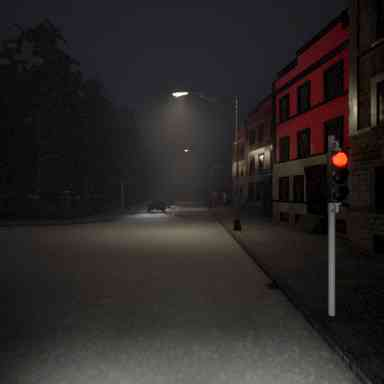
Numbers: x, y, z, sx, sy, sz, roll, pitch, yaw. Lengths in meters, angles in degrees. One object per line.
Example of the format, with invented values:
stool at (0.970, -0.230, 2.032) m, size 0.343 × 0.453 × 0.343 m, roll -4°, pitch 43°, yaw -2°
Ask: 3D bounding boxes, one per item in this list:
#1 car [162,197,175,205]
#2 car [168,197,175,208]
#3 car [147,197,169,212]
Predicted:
car at (-3.996, 1.601, 58.083) m, size 1.895 × 1.301 × 4.718 m, roll 0°, pitch 0°, yaw 0°
car at (-4.032, 1.491, 48.067) m, size 2.128 × 1.511 × 4.902 m, roll 0°, pitch 0°, yaw 0°
car at (-4.049, 1.601, 38.689) m, size 1.895 × 1.301 × 4.718 m, roll 0°, pitch 0°, yaw 0°
